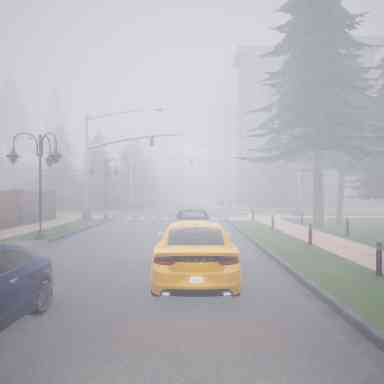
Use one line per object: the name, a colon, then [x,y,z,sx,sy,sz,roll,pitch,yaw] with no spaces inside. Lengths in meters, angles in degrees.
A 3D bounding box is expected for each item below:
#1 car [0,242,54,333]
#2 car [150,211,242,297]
car: [-3.600,1.526,4.831,1.812,1.442,4.674,0,0,0]
car: [0.078,1.478,8.636,1.882,1.535,5.008,0,0,0]
